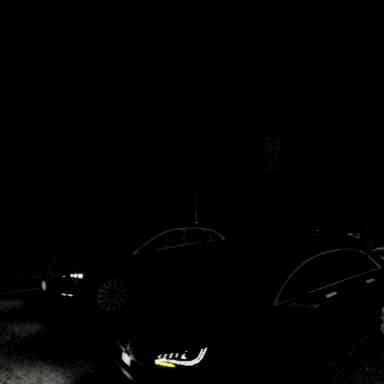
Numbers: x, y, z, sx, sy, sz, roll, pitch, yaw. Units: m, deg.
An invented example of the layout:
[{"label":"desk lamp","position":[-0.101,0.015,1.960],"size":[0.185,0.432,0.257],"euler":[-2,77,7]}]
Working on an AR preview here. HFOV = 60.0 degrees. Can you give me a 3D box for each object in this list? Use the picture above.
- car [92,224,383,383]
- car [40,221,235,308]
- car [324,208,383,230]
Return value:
[{"label":"car","position":[1.287,1.493,4.904],"size":[4.892,1.490,1.837],"euler":[0,0,-35]},{"label":"car","position":[-0.814,1.480,7.715],"size":[4.902,1.511,2.128],"euler":[0,0,-37]},{"label":"car","position":[6.917,1.436,13.211],"size":[5.008,1.535,1.882],"euler":[0,0,-36]}]
